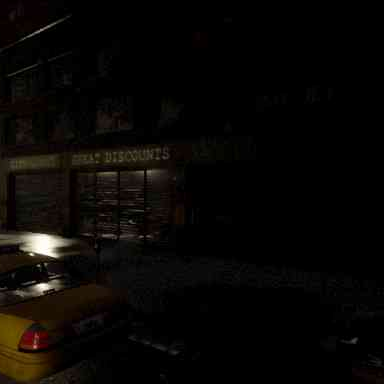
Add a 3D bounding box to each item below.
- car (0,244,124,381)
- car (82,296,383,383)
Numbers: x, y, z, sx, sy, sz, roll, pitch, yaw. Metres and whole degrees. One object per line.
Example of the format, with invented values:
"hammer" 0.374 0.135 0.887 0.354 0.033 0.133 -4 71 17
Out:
"car" -3.083 1.524 5.292 4.829 1.417 1.752 0 1 36
"car" 1.599 1.551 1.945 4.403 1.369 2.008 0 1 36
